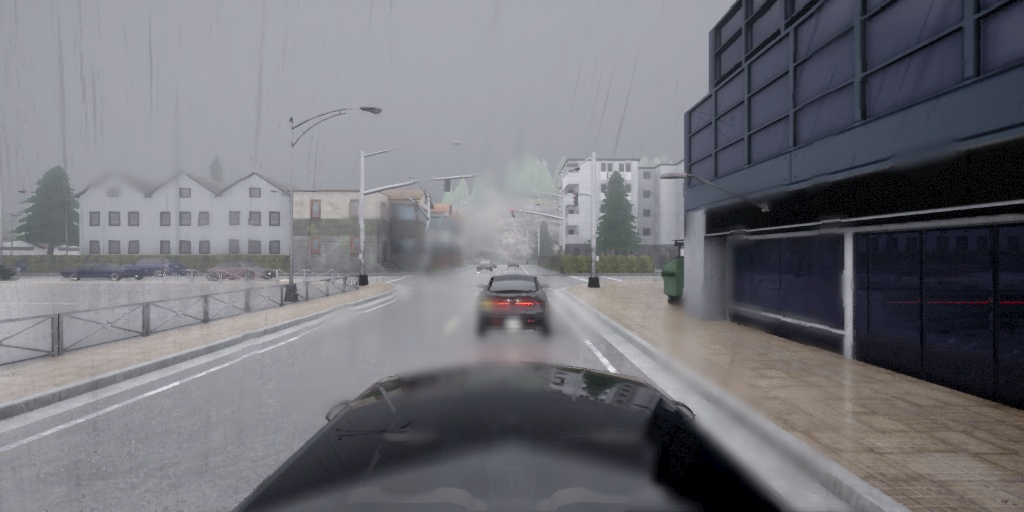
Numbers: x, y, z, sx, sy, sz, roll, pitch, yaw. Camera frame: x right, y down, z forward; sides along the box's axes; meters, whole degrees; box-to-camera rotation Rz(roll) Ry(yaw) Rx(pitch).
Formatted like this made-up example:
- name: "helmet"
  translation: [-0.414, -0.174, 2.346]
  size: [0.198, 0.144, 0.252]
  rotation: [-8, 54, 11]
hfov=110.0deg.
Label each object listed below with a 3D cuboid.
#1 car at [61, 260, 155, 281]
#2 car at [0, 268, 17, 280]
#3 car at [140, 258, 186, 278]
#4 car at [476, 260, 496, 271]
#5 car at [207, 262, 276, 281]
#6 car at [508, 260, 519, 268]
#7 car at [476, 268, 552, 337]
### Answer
- name: "car"
  translation: [-29.904, 1.174, 26.509]
  size: [4.718, 1.301, 1.895]
  rotation: [0, 0, 0]
- name: "car"
  translation: [-40.126, 1.174, 26.592]
  size: [4.718, 1.301, 1.895]
  rotation: [0, 0, 1]
- name: "car"
  translation: [-30.393, 0.925, 30.203]
  size: [4.553, 1.767, 2.097]
  rotation: [0, 0, 0]
- name: "car"
  translation: [-3.518, 1.276, 47.700]
  size: [1.812, 1.442, 4.674]
  rotation: [0, 0, 0]
- name: "car"
  translation: [-19.883, 1.138, 26.460]
  size: [4.181, 1.385, 1.994]
  rotation: [0, 0, 0]
- name: "car"
  translation: [0.199, 1.351, 60.949]
  size: [1.895, 1.301, 4.718]
  rotation: [0, 0, -1]
- name: "car"
  translation: [0.070, 1.255, 10.298]
  size: [1.837, 1.490, 4.892]
  rotation: [0, 0, 1]
